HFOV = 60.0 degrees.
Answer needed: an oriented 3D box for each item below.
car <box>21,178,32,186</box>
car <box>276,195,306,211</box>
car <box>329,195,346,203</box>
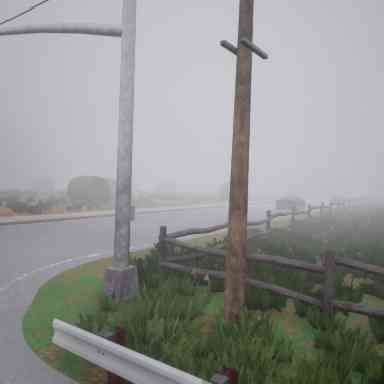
[{"bbox_3d":[-39.104,-2.271,79.196,1.905,1.878,3.866,8,2,-13],"label":"car"},{"bbox_3d":[9.982,1.095,33.288,1.882,1.535,5.008,3,2,33],"label":"car"},{"bbox_3d":[24.068,1.175,54.828,1.895,1.301,4.718,3,2,33],"label":"car"}]
